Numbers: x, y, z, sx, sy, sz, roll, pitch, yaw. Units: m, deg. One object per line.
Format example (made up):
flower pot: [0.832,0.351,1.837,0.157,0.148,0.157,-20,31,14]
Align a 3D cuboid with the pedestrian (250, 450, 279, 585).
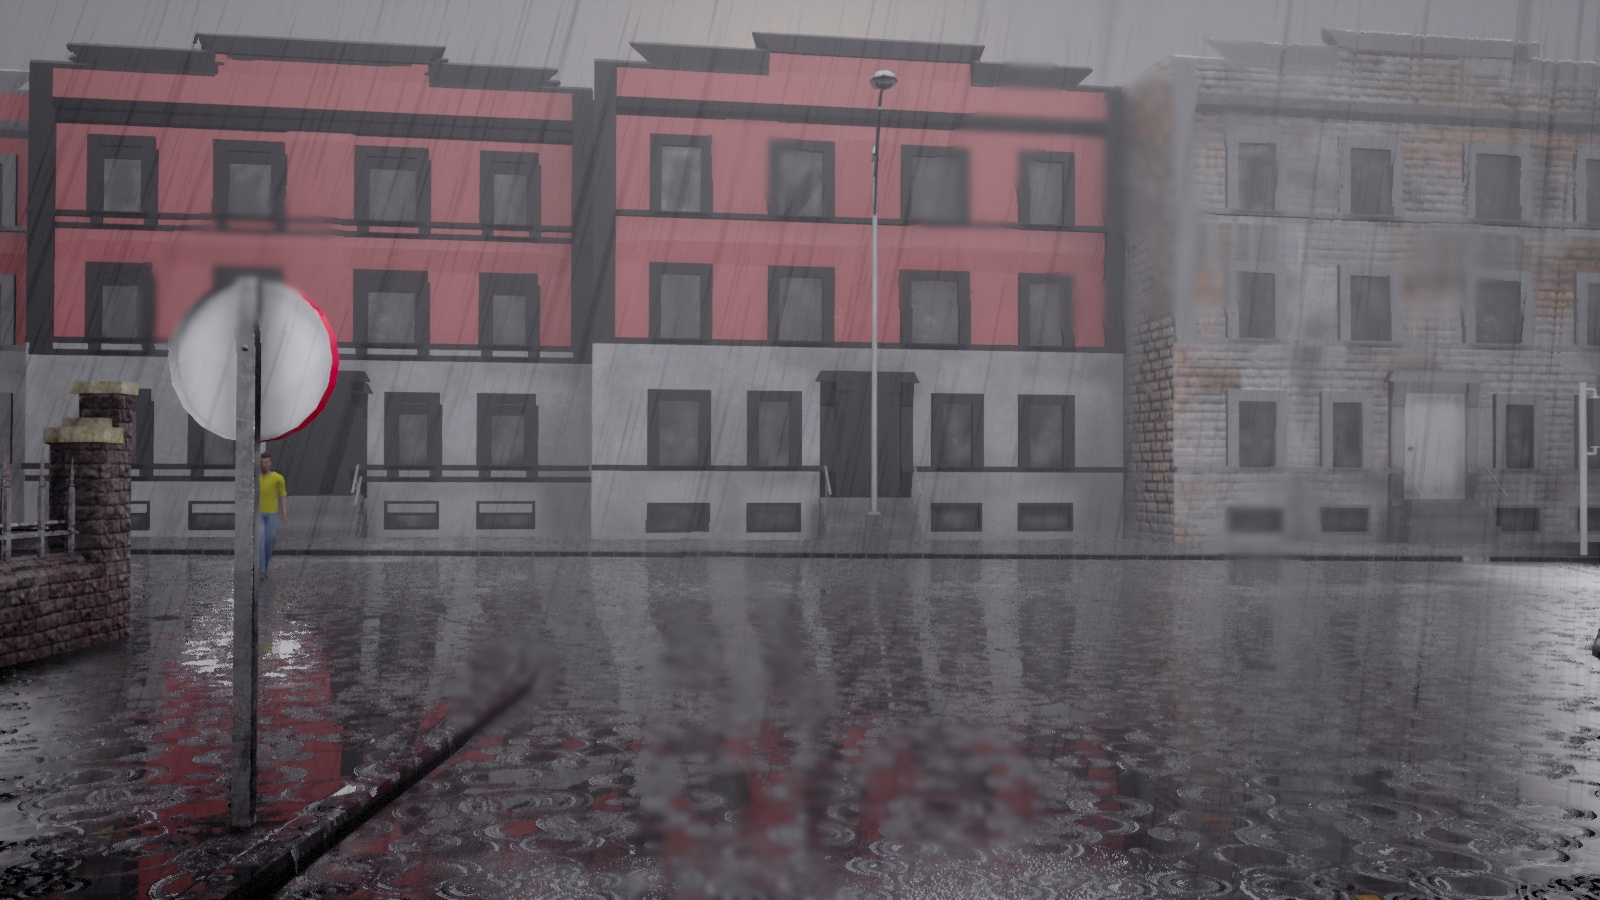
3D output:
pedestrian: [-7.485,0.928,17.562,0.354,1.836,0.706,0,-1,-22]
